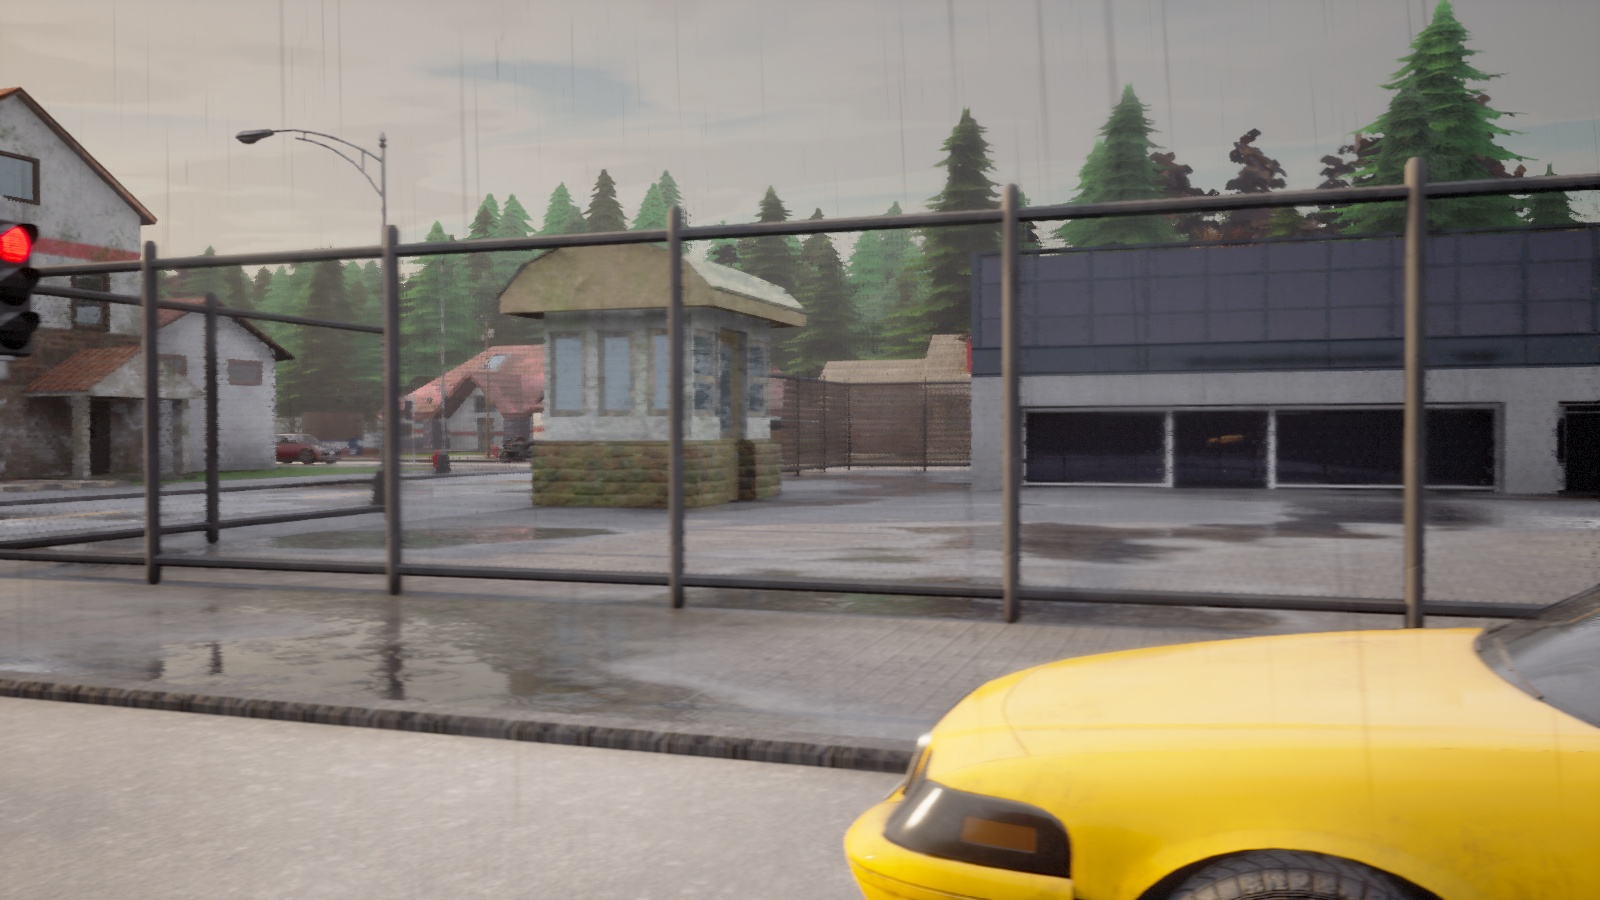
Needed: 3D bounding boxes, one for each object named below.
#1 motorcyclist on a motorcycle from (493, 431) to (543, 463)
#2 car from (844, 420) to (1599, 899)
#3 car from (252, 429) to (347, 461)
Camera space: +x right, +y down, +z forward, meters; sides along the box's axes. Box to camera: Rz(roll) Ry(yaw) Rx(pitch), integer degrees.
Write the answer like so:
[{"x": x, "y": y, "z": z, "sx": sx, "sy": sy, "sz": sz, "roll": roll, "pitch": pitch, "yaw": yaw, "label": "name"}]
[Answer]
[{"x": -13.554, "y": -0.156, "z": 60.368, "sx": 2.191, "sy": 1.530, "sz": 0.866, "roll": 1, "pitch": 1, "yaw": 18, "label": "motorcyclist on a motorcycle"}, {"x": 2.926, "y": 0.734, "z": 2.668, "sx": 5.366, "sy": 1.575, "sz": 1.801, "roll": 1, "pitch": 1, "yaw": 21, "label": "car"}, {"x": -23.708, "y": -0.250, "z": 59.501, "sx": 3.806, "sy": 1.475, "sz": 1.970, "roll": 1, "pitch": 1, "yaw": 18, "label": "car"}]
